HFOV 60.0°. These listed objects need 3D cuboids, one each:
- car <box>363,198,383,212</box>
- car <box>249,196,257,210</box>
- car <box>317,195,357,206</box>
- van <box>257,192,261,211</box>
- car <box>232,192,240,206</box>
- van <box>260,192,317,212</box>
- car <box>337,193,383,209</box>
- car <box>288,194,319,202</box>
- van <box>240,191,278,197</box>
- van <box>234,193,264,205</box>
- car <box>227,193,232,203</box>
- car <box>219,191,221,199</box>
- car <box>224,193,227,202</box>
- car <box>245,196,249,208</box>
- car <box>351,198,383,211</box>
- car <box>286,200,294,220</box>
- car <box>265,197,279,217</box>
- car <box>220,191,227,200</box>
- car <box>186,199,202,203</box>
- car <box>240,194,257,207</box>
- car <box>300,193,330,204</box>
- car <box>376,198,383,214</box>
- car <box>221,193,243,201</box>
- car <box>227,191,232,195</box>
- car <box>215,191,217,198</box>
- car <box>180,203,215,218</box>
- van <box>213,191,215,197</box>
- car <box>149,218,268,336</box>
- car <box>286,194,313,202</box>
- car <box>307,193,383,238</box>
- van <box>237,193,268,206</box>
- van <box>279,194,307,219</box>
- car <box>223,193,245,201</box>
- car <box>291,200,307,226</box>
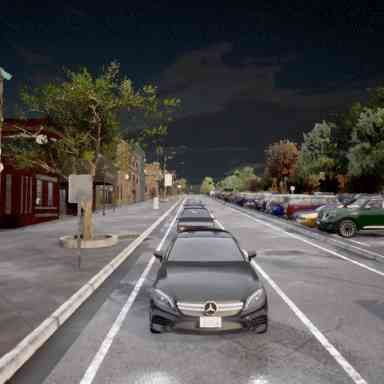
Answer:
[{"bbox_3d":[22.178,1.468,37.497,4.792,1.488,2.163,0,0,0],"label":"car"},{"bbox_3d":[9.162,1.470,36.729,4.792,1.488,2.163,0,0,0],"label":"car"},{"bbox_3d":[22.292,1.332,51.384,5.366,1.575,1.946,0,1,0],"label":"car"},{"bbox_3d":[9.270,1.222,33.926,4.442,1.987,1.878,0,0,0],"label":"van"},{"bbox_3d":[9.023,1.113,47.945,5.566,2.045,2.435,0,1,0],"label":"car"},{"bbox_3d":[9.057,1.230,31.122,4.442,1.987,1.878,0,0,0],"label":"van"},{"bbox_3d":[22.138,1.153,43.053,5.566,2.045,2.435,0,0,0],"label":"car"},{"bbox_3d":[21.819,1.209,65.259,5.366,1.575,1.946,0,0,0],"label":"car"},{"bbox_3d":[9.188,1.163,45.146,4.442,1.987,1.878,0,0,0],"label":"van"},{"bbox_3d":[9.126,1.088,53.553,4.442,1.987,1.878,0,1,0],"label":"van"},{"bbox_3d":[8.983,1.290,56.358,4.892,1.521,2.231,0,1,0],"label":"car"},{"bbox_3d":[8.879,0.938,67.568,5.566,2.045,2.435,0,1,0],"label":"car"},{"bbox_3d":[8.945,1.279,61.964,4.674,1.452,2.002,0,1,0],"label":"car"},{"bbox_3d":[9.110,1.466,39.536,4.674,1.452,2.002,0,0,0],"label":"car"},{"bbox_3d":[22.215,1.452,40.281,4.792,1.488,2.163,0,0,0],"label":"car"},{"bbox_3d":[9.238,1.506,22.710,4.674,1.452,2.002,0,0,0],"label":"car"},{"bbox_3d":[9.189,1.460,28.317,5.008,1.535,2.097,0,0,0],"label":"car"},{"bbox_3d":[8.899,0.963,64.765,5.566,2.045,2.435,0,1,0],"label":"car"},{"bbox_3d":[0.212,1.441,30.304,2.128,1.511,4.902,0,0,0],"label":"car"},{"bbox_3d":[9.098,1.409,42.339,4.892,1.521,2.231,0,0,0],"label":"car"},{"bbox_3d":[22.076,1.135,59.710,4.553,1.767,2.185,0,1,0],"label":"car"},{"bbox_3d":[22.412,1.444,34.727,5.366,1.575,1.946,0,0,0],"label":"car"},{"bbox_3d":[8.835,1.014,73.175,4.553,1.767,2.185,0,1,0],"label":"car"},{"bbox_3d":[9.000,1.139,59.160,4.553,1.767,2.185,0,1,0],"label":"car"},{"bbox_3d":[8.799,1.064,81.585,5.008,1.535,2.097,0,1,0],"label":"car"},{"bbox_3d":[0.190,1.532,17.475,2.033,1.411,5.357,0,0,0],"label":"car"},{"bbox_3d":[8.626,0.764,89.992,4.442,1.987,1.878,0,1,0],"label":"van"},{"bbox_3d":[0.251,1.524,6.896,1.812,1.442,4.674,0,0,0],"label":"car"},{"bbox_3d":[21.989,1.188,68.037,4.892,1.521,2.231,0,1,0],"label":"car"},{"bbox_3d":[9.248,1.221,17.103,5.566,2.045,2.435,0,0,0],"label":"car"},{"bbox_3d":[9.147,1.113,50.750,4.442,1.987,1.878,0,1,0],"label":"van"},{"bbox_3d":[9.332,1.237,25.514,4.442,1.987,1.878,0,0,0],"label":"van"},{"bbox_3d":[8.855,1.039,70.372,4.553,1.767,2.185,0,1,0],"label":"car"},{"bbox_3d":[9.070,1.466,19.906,5.366,1.575,1.946,0,0,0],"label":"car"}]
